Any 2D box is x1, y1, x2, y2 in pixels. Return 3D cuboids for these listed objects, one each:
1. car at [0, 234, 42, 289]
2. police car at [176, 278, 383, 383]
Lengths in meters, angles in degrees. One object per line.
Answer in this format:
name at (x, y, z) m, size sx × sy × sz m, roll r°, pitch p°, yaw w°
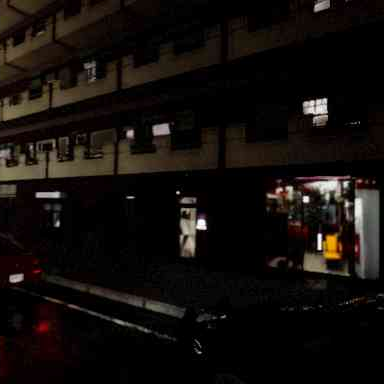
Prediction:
car at (-5.914, 1.835, 9.040) m, size 4.674 × 1.442 × 1.812 m, roll 0°, pitch -4°, yaw 36°
police car at (2.154, 1.664, 3.172) m, size 5.238 × 1.638 × 1.930 m, roll -1°, pitch -4°, yaw 36°
